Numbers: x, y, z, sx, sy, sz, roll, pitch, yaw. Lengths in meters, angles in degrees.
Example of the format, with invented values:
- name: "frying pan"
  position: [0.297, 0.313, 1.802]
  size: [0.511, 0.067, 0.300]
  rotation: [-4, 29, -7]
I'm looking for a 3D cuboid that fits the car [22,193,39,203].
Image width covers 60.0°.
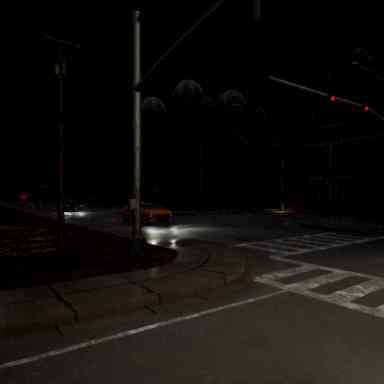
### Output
- name: "car"
  position: [-34.280, 1.448, 71.287]
  size: [1.882, 1.535, 5.008]
  rotation: [0, 0, -37]

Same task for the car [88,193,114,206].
- name: "car"
  position: [-13.783, 1.118, 50.669]
  size: [3.866, 1.878, 1.905]
  rotation: [-2, 5, 11]

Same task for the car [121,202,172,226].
- name: "car"
  position: [-3.293, 1.447, 23.523]
  size: [1.882, 1.535, 5.008]
  rotation: [0, 0, -36]

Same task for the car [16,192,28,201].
- name: "car"
  position: [-40.488, 1.086, 79.646]
  size: [2.150, 2.045, 5.566]
  rotation: [0, 0, -37]

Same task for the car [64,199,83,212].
- name: "car"
  position: [-14.008, 1.498, 37.968]
  size: [1.812, 1.442, 4.674]
  rotation: [0, 0, -36]
